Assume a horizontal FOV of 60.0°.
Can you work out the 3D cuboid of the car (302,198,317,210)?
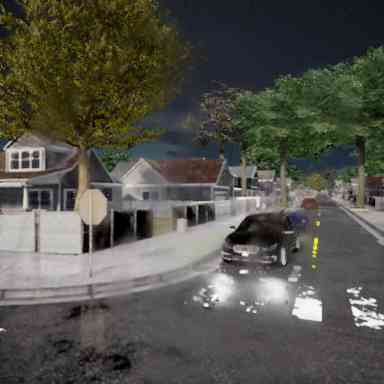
[{"bbox_3d":[16.157,1.559,45.807,1.882,1.535,5.008,0,-1,21],"label":"car"}]

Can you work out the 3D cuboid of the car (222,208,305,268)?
[{"bbox_3d":[2.571,1.524,11.635,1.837,1.490,4.892,0,0,26],"label":"car"}]

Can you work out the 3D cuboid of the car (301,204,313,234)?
[{"bbox_3d":[6.045,1.632,19.956,1.895,1.301,4.718,0,0,21],"label":"car"}]
